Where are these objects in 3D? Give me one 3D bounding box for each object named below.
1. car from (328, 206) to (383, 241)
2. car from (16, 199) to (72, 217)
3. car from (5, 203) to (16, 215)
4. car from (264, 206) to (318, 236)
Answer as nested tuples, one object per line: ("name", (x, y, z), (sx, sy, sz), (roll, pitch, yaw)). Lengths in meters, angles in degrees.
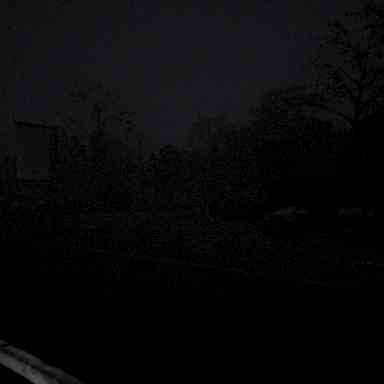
("car", (8.235, 1.468, 16.665), (2.231, 1.521, 4.892), (0, 0, 36))
("car", (-14.213, 1.484, 32.744), (2.185, 1.767, 4.553), (0, 0, 35))
("car", (-16.834, 1.668, 34.526), (2.002, 1.452, 4.674), (0, 0, 35))
("car", (5.571, 1.524, 18.571), (2.002, 1.452, 4.674), (0, 0, 36))
